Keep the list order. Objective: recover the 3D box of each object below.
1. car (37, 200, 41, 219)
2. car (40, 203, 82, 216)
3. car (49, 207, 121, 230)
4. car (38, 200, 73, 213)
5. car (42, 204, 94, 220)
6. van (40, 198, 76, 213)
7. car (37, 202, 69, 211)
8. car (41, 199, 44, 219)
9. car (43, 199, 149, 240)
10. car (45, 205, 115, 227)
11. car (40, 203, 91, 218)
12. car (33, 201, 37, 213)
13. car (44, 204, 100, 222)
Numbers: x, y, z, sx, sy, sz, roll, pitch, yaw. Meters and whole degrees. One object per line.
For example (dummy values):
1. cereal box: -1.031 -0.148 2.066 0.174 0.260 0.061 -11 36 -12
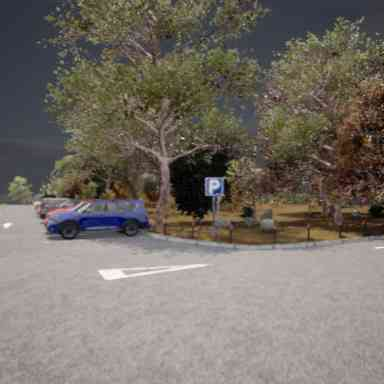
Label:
1. car: -10.101 1.602 28.755 5.566 2.045 2.435 1 -1 -26
2. car: -16.252 2.086 41.242 4.674 1.452 2.002 1 -1 -26
3. car: -7.663 1.825 23.880 4.674 1.452 2.002 1 -1 -26
4. car: -19.975 2.041 48.720 4.553 1.767 2.185 1 -1 -26
5. car: -12.572 1.959 33.740 4.792 1.488 2.163 1 -1 -26
6. van: -18.613 1.900 46.294 4.442 1.987 1.878 1 -1 -26
7. car: -22.407 2.298 53.726 4.674 1.452 2.002 1 -1 -26
8. car: -6.397 1.501 21.266 5.566 2.045 2.435 1 -1 -26
9. car: -5.216 1.472 18.881 5.566 2.045 2.435 1 -1 -26
10. car: -8.846 1.818 26.264 5.008 1.535 2.097 1 -1 -26
11. car: -13.785 1.968 36.247 5.008 1.535 2.097 1 -1 -26
12. car: -15.182 2.003 38.665 5.366 1.575 1.946 1 -1 -26
13. car: -11.285 1.920 31.270 4.792 1.488 2.163 1 -1 -26
